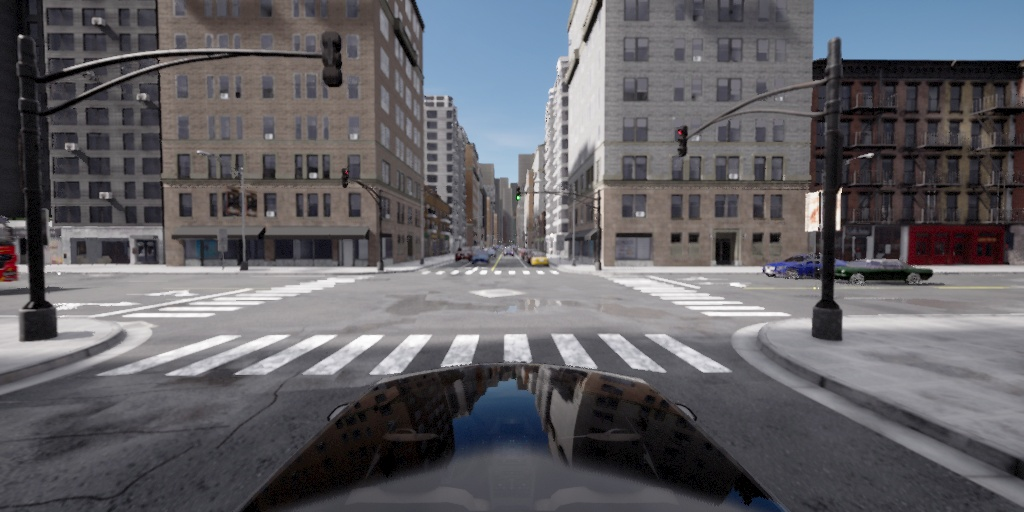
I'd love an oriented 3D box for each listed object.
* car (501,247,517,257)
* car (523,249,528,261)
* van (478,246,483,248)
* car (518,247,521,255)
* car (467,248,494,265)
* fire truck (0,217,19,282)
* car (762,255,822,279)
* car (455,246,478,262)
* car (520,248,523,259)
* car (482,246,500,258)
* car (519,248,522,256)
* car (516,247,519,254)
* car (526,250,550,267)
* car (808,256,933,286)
[{"bbox_3d":[-0.609,-0.520,63.844,1.895,1.301,4.718,0,2,-1],"label":"car"},{"bbox_3d":[2.574,0.037,40.259,1.967,1.591,4.097,0,0,-1],"label":"car"},{"bbox_3d":[-6.254,-0.730,62.235,1.690,1.789,3.998,0,0,-1],"label":"van"},{"bbox_3d":[2.347,-0.361,56.829,1.888,1.381,4.507,0,0,-1],"label":"car"},{"bbox_3d":[-3.357,0.170,39.395,2.033,1.411,5.357,0,2,-1],"label":"car"},{"bbox_3d":[-26.776,-0.351,15.037,8.468,3.827,2.891,0,2,-1],"label":"fire truck"},{"bbox_3d":[18.174,0.650,22.209,4.674,1.442,1.812,0,2,-1],"label":"car"},{"bbox_3d":[-6.026,-0.252,45.666,2.192,1.841,5.009,0,0,-1],"label":"car"},{"bbox_3d":[2.498,-0.020,45.783,2.007,1.370,4.403,0,0,-1],"label":"car"},{"bbox_3d":[-3.561,-0.454,59.946,2.033,1.411,5.357,0,2,-1],"label":"car"},{"bbox_3d":[2.423,-0.172,51.306,1.948,1.339,4.313,0,0,-1],"label":"car"},{"bbox_3d":[2.271,-0.524,62.351,2.007,1.370,4.403,0,0,-1],"label":"car"},{"bbox_3d":[2.648,0.289,34.907,1.751,1.417,4.829,0,0,-1],"label":"car"},{"bbox_3d":[18.957,0.829,18.973,4.718,1.301,1.895,0,2,-1],"label":"car"}]
